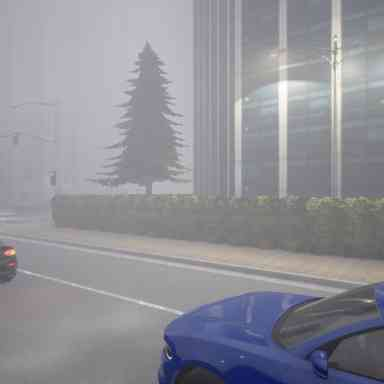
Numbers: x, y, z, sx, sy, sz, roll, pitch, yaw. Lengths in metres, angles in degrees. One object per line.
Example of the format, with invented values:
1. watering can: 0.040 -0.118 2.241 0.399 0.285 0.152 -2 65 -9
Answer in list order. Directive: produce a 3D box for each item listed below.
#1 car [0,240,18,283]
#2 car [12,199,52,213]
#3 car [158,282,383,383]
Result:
1. car: -6.170 1.526 8.350 4.674 1.442 1.812 0 0 36
2. car: -17.186 1.547 37.439 2.033 1.411 5.357 0 0 36
3. car: 1.957 1.478 2.597 5.008 1.535 1.882 0 0 36
